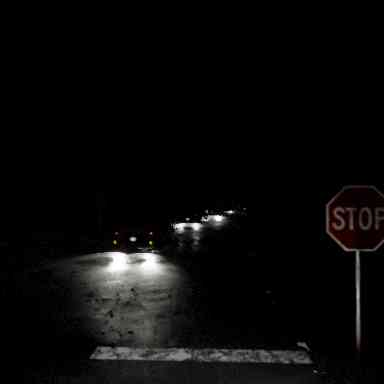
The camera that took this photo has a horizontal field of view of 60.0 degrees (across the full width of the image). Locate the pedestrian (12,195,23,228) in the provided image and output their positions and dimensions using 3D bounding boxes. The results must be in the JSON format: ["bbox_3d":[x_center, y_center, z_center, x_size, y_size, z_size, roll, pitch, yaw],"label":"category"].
[{"bbox_3d":[-9.657,1.070,18.326,0.375,1.860,0.375,0,-4,3],"label":"pedestrian"}]

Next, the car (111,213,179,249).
[{"bbox_3d":[-2.048,1.655,14.837,1.994,1.385,4.181,0,-1,7],"label":"car"}]

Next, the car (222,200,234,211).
[{"bbox_3d":[5.369,2.009,52.371,2.097,1.767,4.553,0,-1,12],"label":"car"}]

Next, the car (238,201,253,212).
[{"bbox_3d":[7.797,2.089,48.416,1.837,1.490,4.892,0,-1,12],"label":"car"}]

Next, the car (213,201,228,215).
[{"bbox_3d":[2.775,2.057,40.418,1.895,1.301,4.718,0,-1,13],"label":"car"}]

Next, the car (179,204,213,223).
[{"bbox_3d":[0.185,1.816,28.876,2.033,1.411,5.357,0,-1,12],"label":"car"}]
